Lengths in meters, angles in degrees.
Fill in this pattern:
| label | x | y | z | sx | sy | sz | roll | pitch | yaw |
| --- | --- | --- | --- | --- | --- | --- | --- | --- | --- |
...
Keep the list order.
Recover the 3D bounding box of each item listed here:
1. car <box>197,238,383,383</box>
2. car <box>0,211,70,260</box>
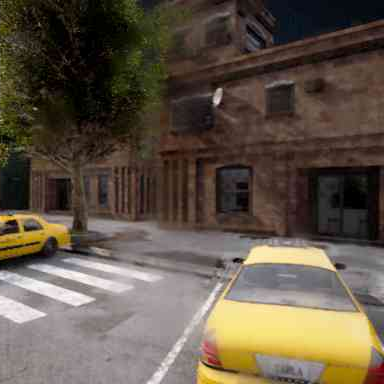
| label | x | y | z | sx | sy | sz | roll | pitch | yaw |
| --- | --- | --- | --- | --- | --- | --- | --- | --- | --- |
| car | 1.491 | 1.484 | 5.249 | 1.946 | 1.575 | 5.366 | 0 | -1 | 15 |
| car | -5.945 | 1.395 | 10.126 | 1.946 | 1.575 | 5.366 | 1 | 0 | 16 |
